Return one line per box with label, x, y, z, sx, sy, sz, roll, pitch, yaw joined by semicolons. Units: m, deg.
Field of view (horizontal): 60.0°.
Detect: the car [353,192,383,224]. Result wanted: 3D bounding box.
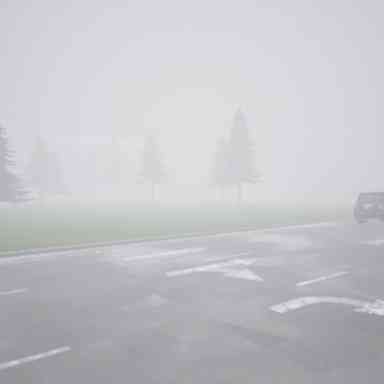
car;12.654;0.991;21.410;5.566;2.045;2.150;-1;1;-35
